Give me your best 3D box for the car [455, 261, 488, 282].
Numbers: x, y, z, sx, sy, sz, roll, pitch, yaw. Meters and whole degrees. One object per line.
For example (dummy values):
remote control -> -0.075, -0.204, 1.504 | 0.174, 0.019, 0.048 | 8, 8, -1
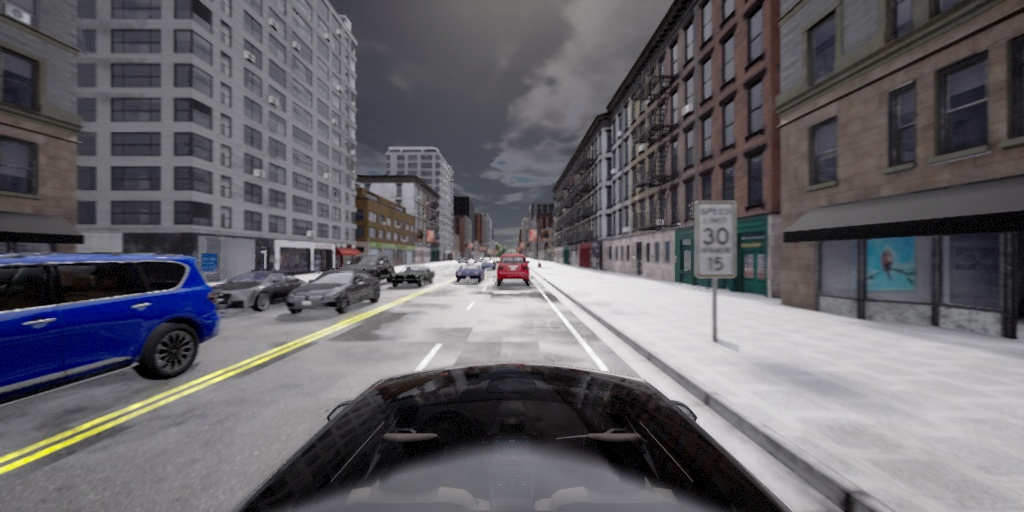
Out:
car -> -3.174, 1.288, 28.105 | 1.895, 1.301, 4.718 | 0, 0, 0

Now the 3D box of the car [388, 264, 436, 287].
car -> -6.521, 1.302, 24.060 | 1.895, 1.301, 4.718 | 0, 0, 0

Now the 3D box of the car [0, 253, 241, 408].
car -> -6.558, 0.972, 4.332 | 2.150, 2.045, 5.566 | 0, 0, 2

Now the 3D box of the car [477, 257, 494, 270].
car -> -3.202, 1.177, 49.828 | 2.033, 1.411, 5.357 | 0, 0, 0

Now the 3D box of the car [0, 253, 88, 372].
car -> -9.834, 0.974, 4.616 | 2.150, 2.045, 5.566 | 0, 0, 0

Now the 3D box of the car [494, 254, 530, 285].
car -> 0.080, 0.913, 25.351 | 2.150, 2.045, 5.566 | 0, 0, 0

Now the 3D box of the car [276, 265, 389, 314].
car -> -6.574, 1.253, 13.849 | 1.812, 1.442, 4.674 | 0, 0, 1

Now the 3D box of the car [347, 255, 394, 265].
car -> -9.771, 0.924, 24.678 | 2.150, 2.045, 5.566 | 0, 0, 0

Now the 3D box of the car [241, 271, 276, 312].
car -> -9.828, 1.294, 14.023 | 1.994, 1.385, 4.181 | 0, 0, 0
